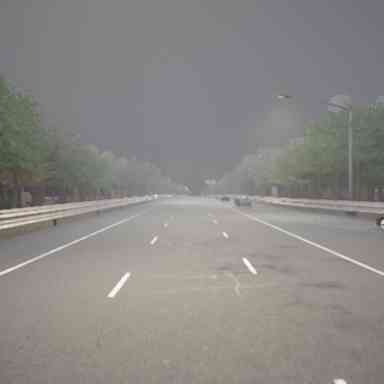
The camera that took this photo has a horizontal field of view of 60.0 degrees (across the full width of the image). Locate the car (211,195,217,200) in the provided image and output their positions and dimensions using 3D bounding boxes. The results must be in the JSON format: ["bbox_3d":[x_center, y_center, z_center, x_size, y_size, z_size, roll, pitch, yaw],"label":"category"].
[{"bbox_3d":[7.051,1.441,89.305,2.128,1.511,4.902,0,0,0],"label":"car"}]

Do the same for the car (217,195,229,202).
[{"bbox_3d":[7.004,1.388,72.294,1.837,1.490,4.892,0,0,0],"label":"car"}]

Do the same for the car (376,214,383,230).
[{"bbox_3d":[12.526,1.503,18.256,1.837,1.490,4.892,0,0,-18],"label":"car"}]

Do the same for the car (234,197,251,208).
[{"bbox_3d":[7.132,1.419,47.321,2.128,1.511,4.902,0,0,-2],"label":"car"}]
